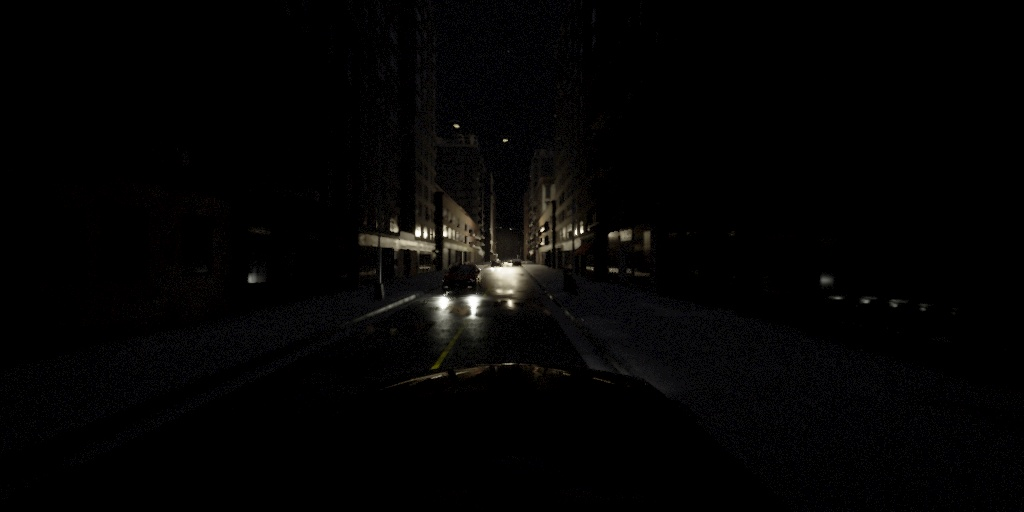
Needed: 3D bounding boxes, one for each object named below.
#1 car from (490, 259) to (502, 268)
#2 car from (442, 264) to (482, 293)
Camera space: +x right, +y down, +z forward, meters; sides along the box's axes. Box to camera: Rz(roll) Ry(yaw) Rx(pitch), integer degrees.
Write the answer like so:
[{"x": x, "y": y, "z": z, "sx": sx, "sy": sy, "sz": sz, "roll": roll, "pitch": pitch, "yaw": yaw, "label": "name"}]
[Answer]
[{"x": -2.781, "y": 1.299, "z": 63.357, "sx": 2.128, "sy": 1.511, "sz": 4.902, "roll": 0, "pitch": 0, "yaw": 0, "label": "car"}, {"x": -2.852, "y": 1.234, "z": 21.209, "sx": 1.882, "sy": 1.535, "sz": 5.008, "roll": 0, "pitch": 0, "yaw": 0, "label": "car"}]
